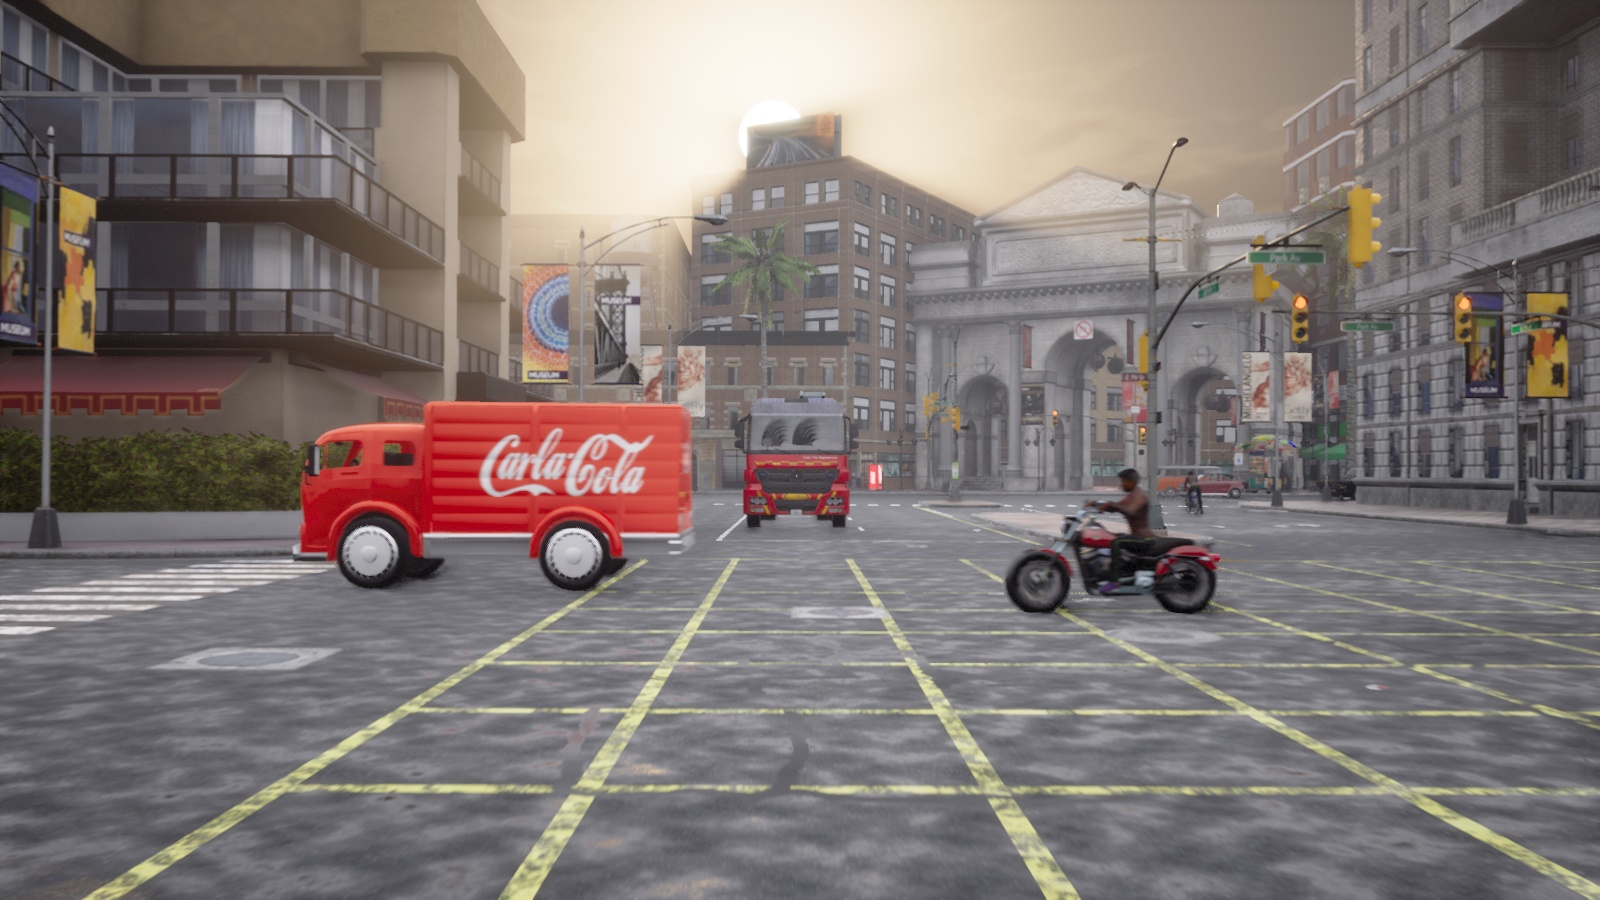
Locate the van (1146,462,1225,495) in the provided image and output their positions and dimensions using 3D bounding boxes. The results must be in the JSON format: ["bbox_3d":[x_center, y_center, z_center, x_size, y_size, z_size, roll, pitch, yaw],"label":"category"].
[{"bbox_3d":[24.284,1.795,79.152,4.442,1.987,1.775,0,-1,0],"label":"van"}]

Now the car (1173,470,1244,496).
[{"bbox_3d":[24.591,1.961,75.647,3.705,1.549,1.789,0,-1,0],"label":"car"}]

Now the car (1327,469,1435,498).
[{"bbox_3d":[31.735,1.814,68.633,5.008,1.535,1.882,0,-1,0],"label":"car"}]

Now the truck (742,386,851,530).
[{"bbox_3d":[-0.097,0.282,37.722,2.891,3.827,8.468,0,-1,0],"label":"truck"}]

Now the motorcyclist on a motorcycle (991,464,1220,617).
[{"bbox_3d":[3.373,0.986,14.005,2.350,1.649,0.766,0,-1,0],"label":"motorcyclist on a motorcycle"}]

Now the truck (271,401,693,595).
[{"bbox_3d":[-4.193,0.637,17.450,5.204,2.467,2.627,0,-1,0],"label":"truck"}]
